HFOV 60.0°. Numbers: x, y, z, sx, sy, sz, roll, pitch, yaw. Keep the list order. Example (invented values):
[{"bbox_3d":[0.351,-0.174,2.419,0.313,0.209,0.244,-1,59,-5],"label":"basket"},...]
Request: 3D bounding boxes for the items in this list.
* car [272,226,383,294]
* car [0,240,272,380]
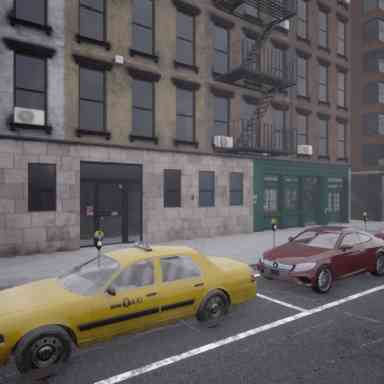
[{"bbox_3d":[3.578,1.582,8.757,4.206,1.307,1.802,0,0,-36],"label":"car"},{"bbox_3d":[-1.048,1.525,5.445,4.829,1.417,1.752,0,0,-36],"label":"car"}]
